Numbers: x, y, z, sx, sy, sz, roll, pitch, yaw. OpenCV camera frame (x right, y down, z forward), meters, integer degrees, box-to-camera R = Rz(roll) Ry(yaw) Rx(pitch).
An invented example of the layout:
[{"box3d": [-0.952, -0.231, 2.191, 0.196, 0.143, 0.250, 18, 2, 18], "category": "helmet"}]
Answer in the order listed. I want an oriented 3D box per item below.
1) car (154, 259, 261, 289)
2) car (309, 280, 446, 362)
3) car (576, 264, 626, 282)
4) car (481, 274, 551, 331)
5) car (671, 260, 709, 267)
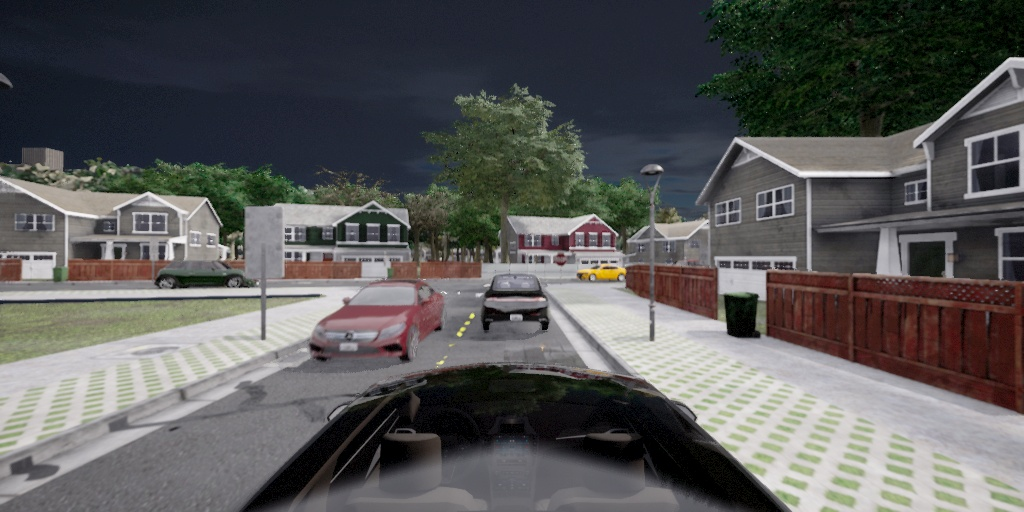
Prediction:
[{"box3d": [-17.285, 1.020, 20.660, 4.553, 1.767, 2.097, 1, 0, -20], "category": "car"}, {"box3d": [-2.779, 1.317, 8.483, 1.812, 1.442, 4.674, 0, 0, 1], "category": "car"}, {"box3d": [8.338, 1.533, 33.104, 5.008, 1.535, 1.882, 1, 0, -21], "category": "car"}, {"box3d": [0.102, 1.301, 11.210, 2.128, 1.511, 4.902, 0, 0, 0], "category": "car"}, {"box3d": [17.803, 1.402, 36.561, 5.566, 2.045, 2.150, 1, 0, -20], "category": "car"}]
